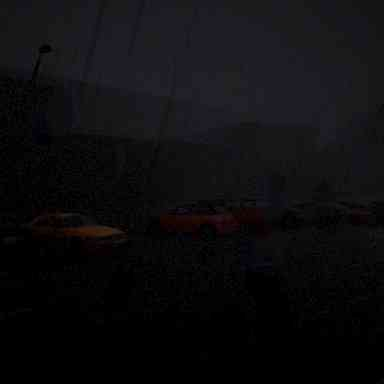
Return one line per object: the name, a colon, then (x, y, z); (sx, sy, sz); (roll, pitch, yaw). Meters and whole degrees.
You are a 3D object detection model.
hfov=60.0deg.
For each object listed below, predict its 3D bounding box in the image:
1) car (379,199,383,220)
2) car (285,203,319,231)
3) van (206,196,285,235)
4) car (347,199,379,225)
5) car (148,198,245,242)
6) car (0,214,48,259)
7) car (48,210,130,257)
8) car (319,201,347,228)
car: (12.113, 1.416, 25.205); (4.792, 1.488, 2.163); (-1, -1, 35)
car: (4.794, 1.498, 20.021); (4.674, 1.452, 2.002); (-1, 0, 35)
van: (2.462, 1.247, 18.238); (4.442, 1.987, 1.878); (-1, -1, 35)
car: (9.812, 1.409, 23.389); (5.366, 1.575, 1.946); (-1, -1, 35)
car: (-0.048, 1.357, 16.545); (4.553, 1.767, 2.185); (-1, 0, 35)
car: (-7.388, 1.524, 11.386); (4.792, 1.488, 2.163); (-1, 0, 35)
car: (-4.778, 1.487, 12.999); (5.366, 1.575, 1.946); (-1, -1, 35)
car: (7.197, 1.472, 21.770); (4.792, 1.488, 2.163); (-1, 0, 35)
